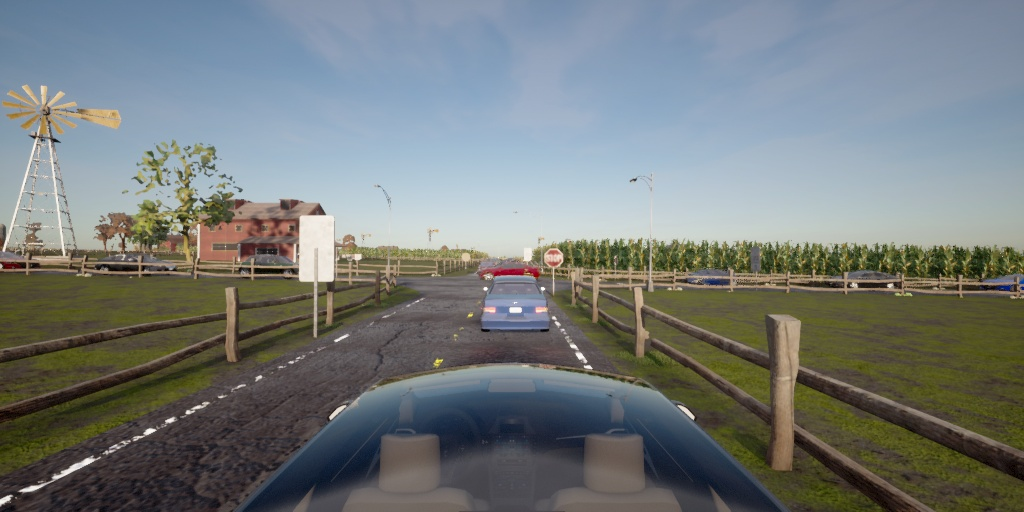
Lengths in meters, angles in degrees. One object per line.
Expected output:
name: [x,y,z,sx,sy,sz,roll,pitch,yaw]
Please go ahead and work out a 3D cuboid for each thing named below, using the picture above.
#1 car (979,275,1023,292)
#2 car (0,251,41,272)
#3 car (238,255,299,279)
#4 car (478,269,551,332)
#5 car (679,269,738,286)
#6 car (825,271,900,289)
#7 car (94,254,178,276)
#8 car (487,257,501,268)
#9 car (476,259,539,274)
car: [40.729,2.225,28.742,5.008,1.535,1.882,1,-1,1]
car: [-37.763,0.370,26.245,5.008,1.535,1.882,1,-1,0]
car: [-17.110,0.721,26.127,4.553,1.767,2.097,1,-1,0]
car: [0.075,1.300,10.827,2.033,1.411,5.357,0,0,0]
car: [15.775,1.737,28.907,4.181,1.385,1.994,1,-1,0]
car: [28.093,1.959,28.836,4.892,1.490,1.837,1,-1,0]
car: [-27.320,0.623,26.179,4.902,1.511,2.128,1,-1,0]
car: [-3.004,1.146,61.564,2.097,1.767,4.553,0,0,0]
car: [-0.213,1.236,28.977,5.008,1.535,1.882,0,0,0]
